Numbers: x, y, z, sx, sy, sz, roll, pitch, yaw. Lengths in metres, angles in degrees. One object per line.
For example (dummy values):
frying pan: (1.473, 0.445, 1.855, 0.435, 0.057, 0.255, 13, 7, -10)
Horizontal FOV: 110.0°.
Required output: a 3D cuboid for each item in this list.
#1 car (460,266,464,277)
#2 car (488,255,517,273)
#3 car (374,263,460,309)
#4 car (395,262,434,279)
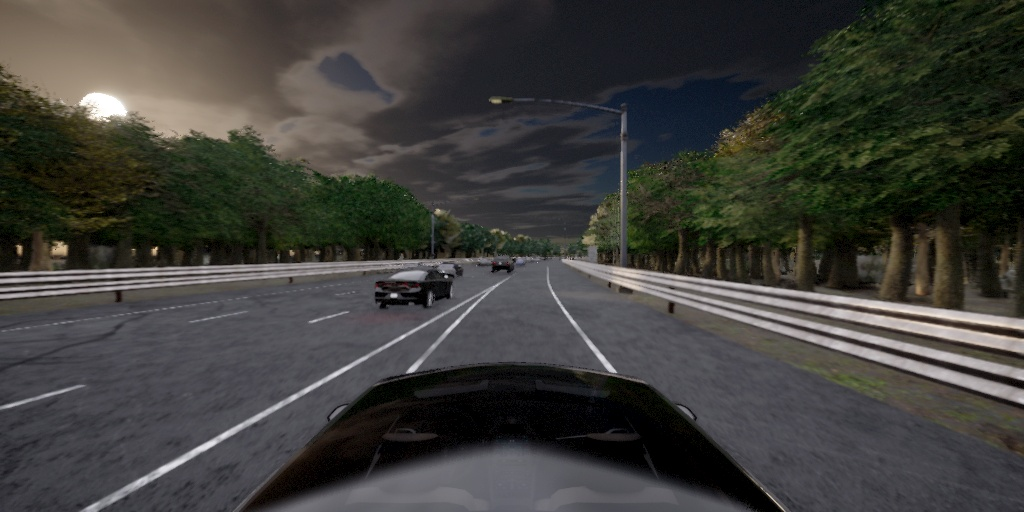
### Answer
car: (-5.620, 1.276, 32.095, 1.994, 1.385, 4.181, 0, 0, 6)
car: (-1.032, 0.942, 42.746, 2.150, 2.045, 5.566, 0, 0, 6)
car: (-3.831, 1.210, 14.850, 1.882, 1.535, 5.008, 0, 0, 6)
car: (-8.998, 1.296, 33.461, 1.895, 1.301, 4.718, 0, 0, 6)
